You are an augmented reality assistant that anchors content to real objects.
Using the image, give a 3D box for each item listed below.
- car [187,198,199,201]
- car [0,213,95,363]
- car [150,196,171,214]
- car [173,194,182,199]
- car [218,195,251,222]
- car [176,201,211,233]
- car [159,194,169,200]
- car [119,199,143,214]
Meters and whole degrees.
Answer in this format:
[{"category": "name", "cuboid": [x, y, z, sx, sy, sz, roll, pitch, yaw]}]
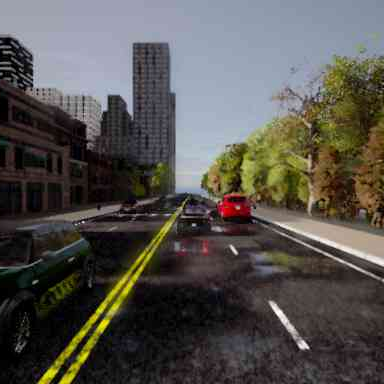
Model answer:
[{"category": "car", "cuboid": [0.096, 1.499, 39.412, 1.882, 1.535, 5.008, 0, 0, 0]}, {"category": "car", "cuboid": [-3.314, 1.355, 5.876, 2.097, 1.767, 4.553, 0, 0, 0]}, {"category": "car", "cuboid": [-3.333, 1.526, 36.221, 1.837, 1.490, 4.892, 0, -1, 0]}, {"category": "car", "cuboid": [-3.253, 1.124, 77.722, 1.882, 1.535, 5.008, 0, 0, 0]}, {"category": "car", "cuboid": [3.350, 1.239, 26.806, 2.150, 2.045, 5.566, 0, 0, 0]}, {"category": "car", "cuboid": [0.100, 1.505, 19.767, 2.128, 1.511, 4.902, 0, 0, 0]}, {"category": "car", "cuboid": [-6.503, 1.198, 77.722, 1.994, 1.385, 4.181, 0, 0, 0]}, {"category": "car", "cuboid": [-6.584, 1.545, 36.110, 1.812, 1.442, 4.674, 0, 0, 0]}]
